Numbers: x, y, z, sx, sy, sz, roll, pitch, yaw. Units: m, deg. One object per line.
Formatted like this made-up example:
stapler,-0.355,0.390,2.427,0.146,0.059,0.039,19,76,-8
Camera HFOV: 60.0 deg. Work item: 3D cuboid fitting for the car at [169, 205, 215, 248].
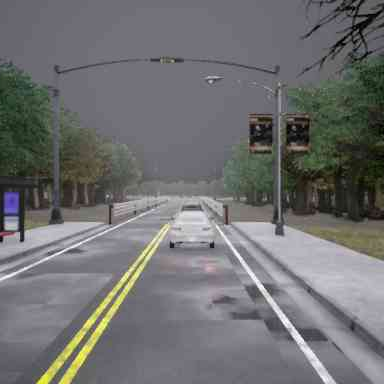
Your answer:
car,0.000,1.534,14.650,1.812,1.442,4.674,0,0,0

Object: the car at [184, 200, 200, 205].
car,0.000,1.521,29.651,1.837,1.490,4.892,0,0,0
